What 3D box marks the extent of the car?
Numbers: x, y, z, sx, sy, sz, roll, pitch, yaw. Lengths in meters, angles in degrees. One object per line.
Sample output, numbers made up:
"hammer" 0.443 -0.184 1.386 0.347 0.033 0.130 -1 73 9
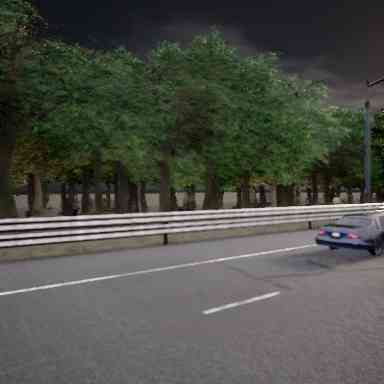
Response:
"car" 7.078 1.538 13.095 5.357 1.411 2.033 0 0 -36
